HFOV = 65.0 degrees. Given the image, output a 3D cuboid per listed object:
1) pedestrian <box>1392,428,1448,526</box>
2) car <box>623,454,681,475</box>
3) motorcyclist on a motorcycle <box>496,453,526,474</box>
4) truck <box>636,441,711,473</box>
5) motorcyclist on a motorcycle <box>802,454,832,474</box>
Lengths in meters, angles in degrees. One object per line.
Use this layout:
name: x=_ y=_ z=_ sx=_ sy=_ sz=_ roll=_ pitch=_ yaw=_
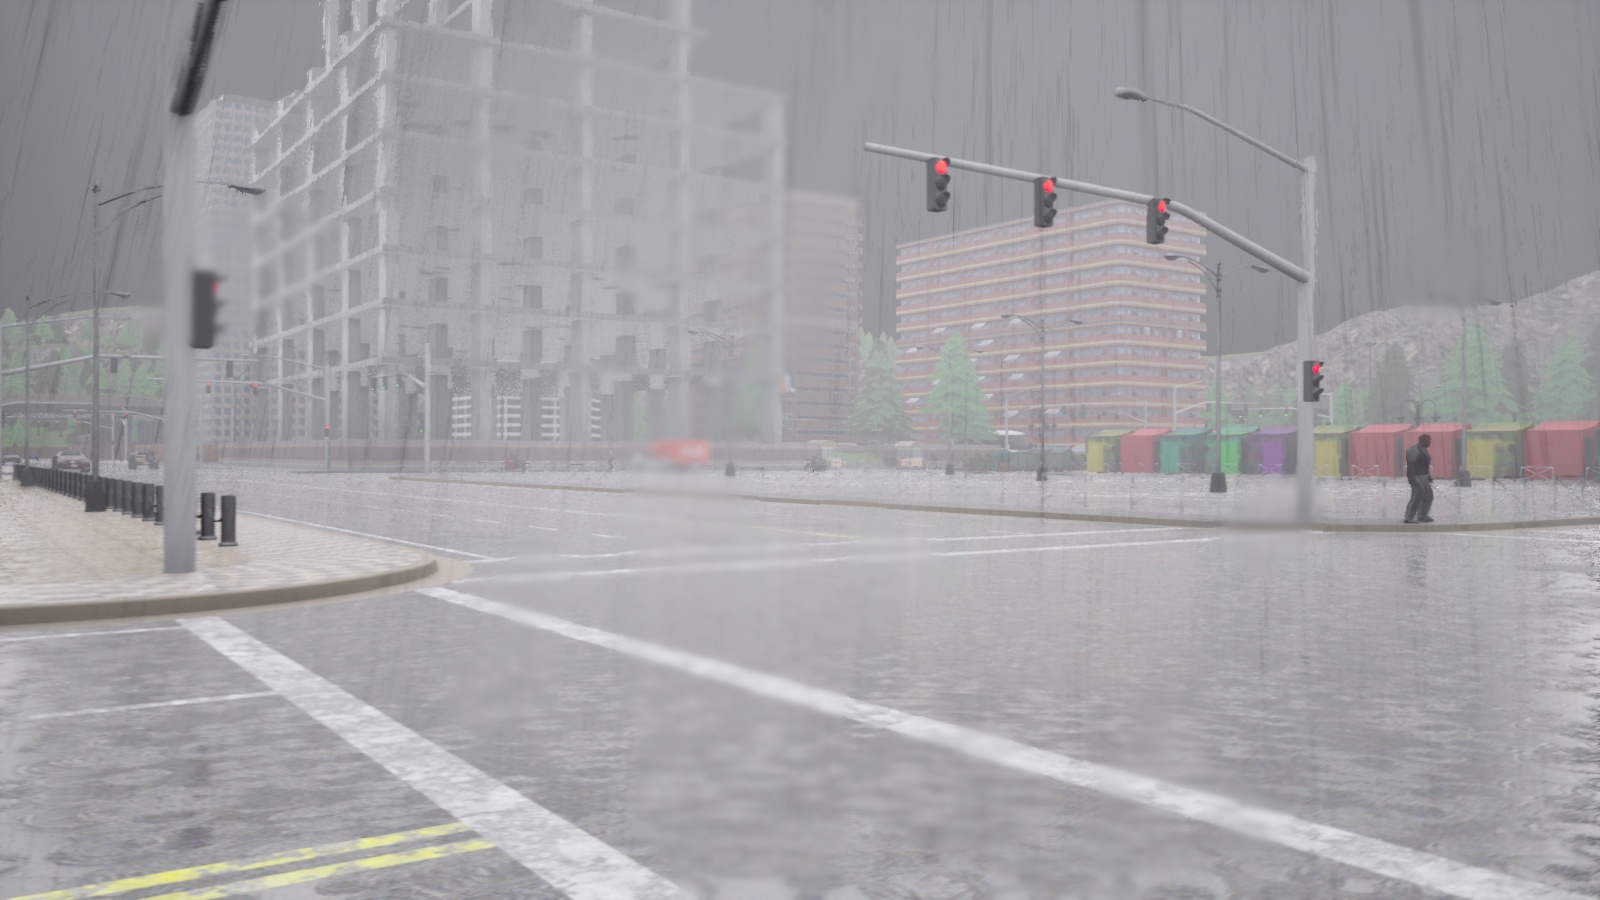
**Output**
pedestrian: x=12.183 y=0.522 z=24.697 sx=0.563 sy=1.883 sz=0.849 roll=0 pitch=0 yaw=-45
car: x=-10.443 y=1.009 z=88.453 sx=3.633 sy=1.501 sz=1.845 roll=0 pitch=0 yaw=-35
motorcyclist on a motorcycle: x=-21.519 y=1.004 z=93.520 sx=2.044 sy=1.523 sz=0.797 roll=0 pitch=0 yaw=-35
truck: x=-9.821 y=0.538 z=97.431 sx=5.204 sy=2.467 sz=2.627 roll=0 pitch=0 yaw=-35
motorcyclist on a motorcycle: x=1.317 y=1.048 z=96.676 sx=2.191 sy=1.530 sz=0.866 roll=0 pitch=0 yaw=-35
